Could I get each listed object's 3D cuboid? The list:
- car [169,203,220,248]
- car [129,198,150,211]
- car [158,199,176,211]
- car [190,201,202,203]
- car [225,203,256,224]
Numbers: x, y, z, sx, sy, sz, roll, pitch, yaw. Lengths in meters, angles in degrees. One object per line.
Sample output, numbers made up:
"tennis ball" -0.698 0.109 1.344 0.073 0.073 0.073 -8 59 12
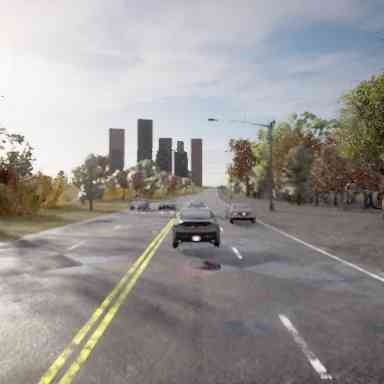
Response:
"car" 0.174 1.439 14.414 1.837 1.490 4.892 0 0 0
"car" -6.144 1.465 39.490 2.128 1.511 4.902 0 0 1
"car" -2.885 1.538 39.798 1.994 1.385 4.181 0 0 1
"car" 0.380 1.552 31.191 1.994 1.385 4.181 0 0 1
"car" 3.536 1.529 24.919 2.033 1.411 5.357 0 0 1
